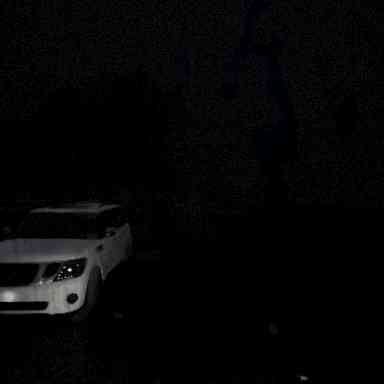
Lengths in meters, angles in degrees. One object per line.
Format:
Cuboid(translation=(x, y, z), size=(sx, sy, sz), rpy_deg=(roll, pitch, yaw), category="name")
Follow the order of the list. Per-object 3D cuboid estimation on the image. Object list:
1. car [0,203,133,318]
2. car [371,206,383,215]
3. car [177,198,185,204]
Cuboid(translation=(-2.846, 1.311, 7.938), size=(2.150, 2.045, 5.566), rpy_deg=(0, -1, 0), category="car")
Cuboid(translation=(27.147, 2.588, 45.353), size=(5.008, 1.535, 1.882), rpy_deg=(1, 1, 0), category="car")
Cuboid(translation=(-2.731, 2.364, 86.323), size=(1.994, 1.385, 4.181), rpy_deg=(0, 0, 0), category="car")
